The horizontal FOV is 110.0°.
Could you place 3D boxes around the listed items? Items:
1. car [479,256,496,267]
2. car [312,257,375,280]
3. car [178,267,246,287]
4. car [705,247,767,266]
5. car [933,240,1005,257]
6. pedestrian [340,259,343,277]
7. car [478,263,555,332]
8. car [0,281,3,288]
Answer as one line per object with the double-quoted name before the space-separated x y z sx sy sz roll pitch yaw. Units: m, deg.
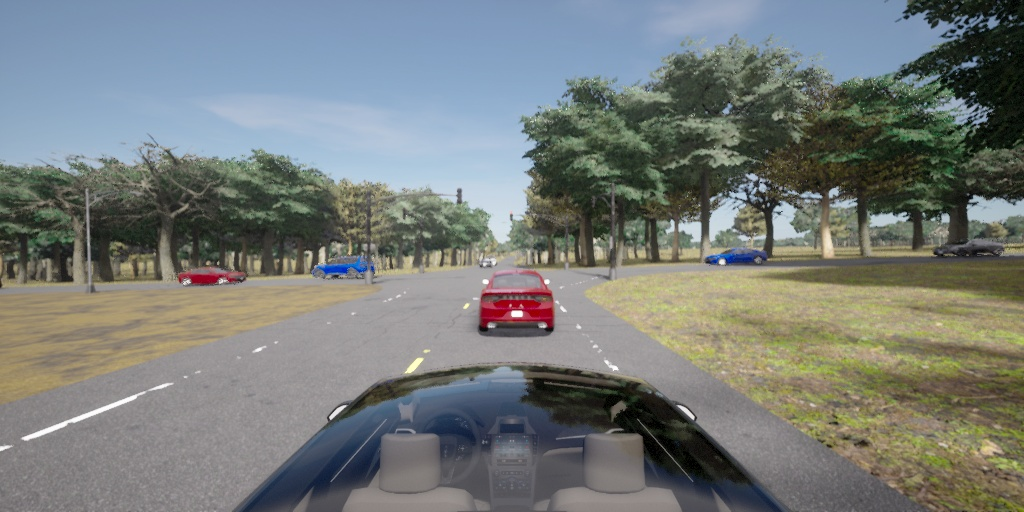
"car" -3.965 1.094 54.657 2.128 1.511 4.902 0 0 -1
"car" -15.716 1.123 33.553 5.566 2.045 2.150 -2 0 10
"car" -25.333 1.712 30.401 5.008 1.535 1.882 -2 0 3
"car" 19.992 0.046 32.147 5.008 1.535 1.882 -3 0 2
"car" 39.852 -0.672 31.296 4.674 1.442 1.812 -2 0 3
"pedestrian" -17.918 1.265 37.671 0.375 1.860 0.375 0 2 3
"car" 0.126 1.130 10.550 1.882 1.535 5.008 0 1 0
"car" -53.154 2.685 35.263 4.181 1.385 1.994 -2 0 3
